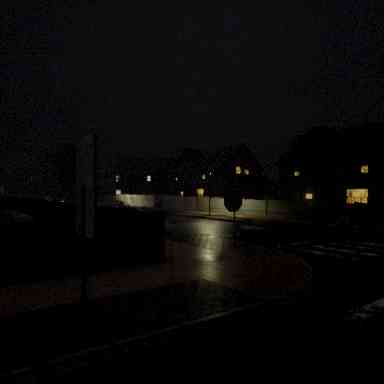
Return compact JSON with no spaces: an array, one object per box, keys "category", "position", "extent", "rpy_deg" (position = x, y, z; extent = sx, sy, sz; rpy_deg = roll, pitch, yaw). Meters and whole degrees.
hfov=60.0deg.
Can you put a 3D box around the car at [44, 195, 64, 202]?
[{"category":"car","position":[-18.783,1.187,45.141],"extent":[1.837,1.490,4.892],"rpy_deg":[0,0,-36]}]

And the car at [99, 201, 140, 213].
[{"category":"car","position":[-6.043,1.405,27.449],"extent":[1.895,1.301,4.718],"rpy_deg":[0,0,-36]}]
